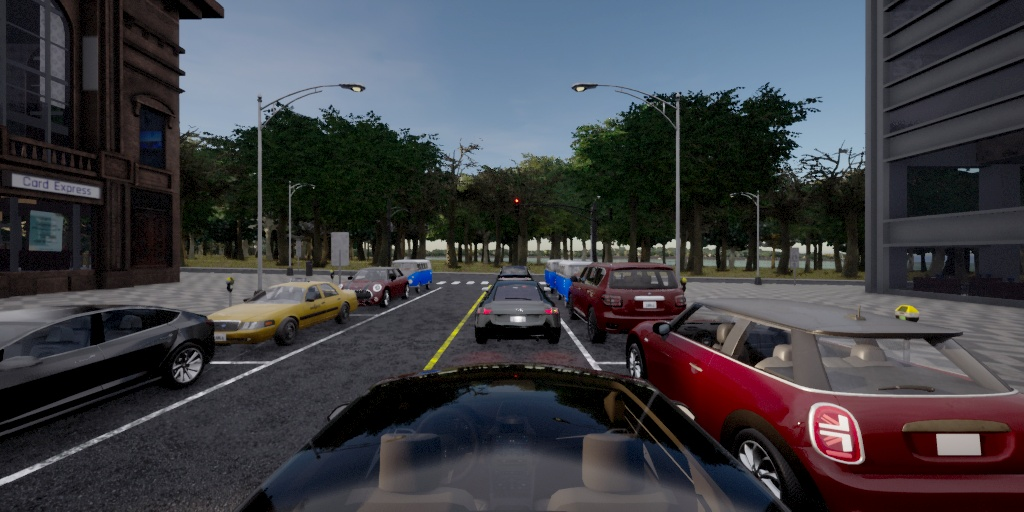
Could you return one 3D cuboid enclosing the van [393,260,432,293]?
[{"bbox_3d":[-5.728,1.092,20.486,1.690,1.789,3.998,0,0,0],"label":"van"}]

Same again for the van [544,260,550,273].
[{"bbox_3d":[2.797,1.092,20.470,1.690,1.789,3.998,0,0,0],"label":"van"}]

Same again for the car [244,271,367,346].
[{"bbox_3d":[-5.749,1.276,9.441,1.751,1.417,4.829,0,0,0],"label":"car"}]

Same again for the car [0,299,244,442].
[{"bbox_3d":[-5.759,1.316,4.174,1.948,1.339,4.313,0,0,0],"label":"car"}]

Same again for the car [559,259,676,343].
[{"bbox_3d":[2.777,1.065,9.595,2.192,1.841,5.009,0,0,0],"label":"car"}]

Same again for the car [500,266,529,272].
[{"bbox_3d":[0.132,1.243,18.525,2.128,1.511,4.902,0,0,0],"label":"car"}]

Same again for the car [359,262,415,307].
[{"bbox_3d":[-5.738,1.191,15.049,1.967,1.591,4.097,0,0,0],"label":"car"}]

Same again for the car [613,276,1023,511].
[{"bbox_3d":[2.766,1.190,4.157,1.967,1.591,4.097,0,0,0],"label":"car"}]

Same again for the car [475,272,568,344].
[{"bbox_3d":[0.119,1.314,9.643,1.994,1.385,4.181,0,0,0],"label":"car"}]

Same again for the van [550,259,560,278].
[{"bbox_3d":[2.787,1.092,15.033,1.690,1.789,3.998,0,0,0],"label":"van"}]
